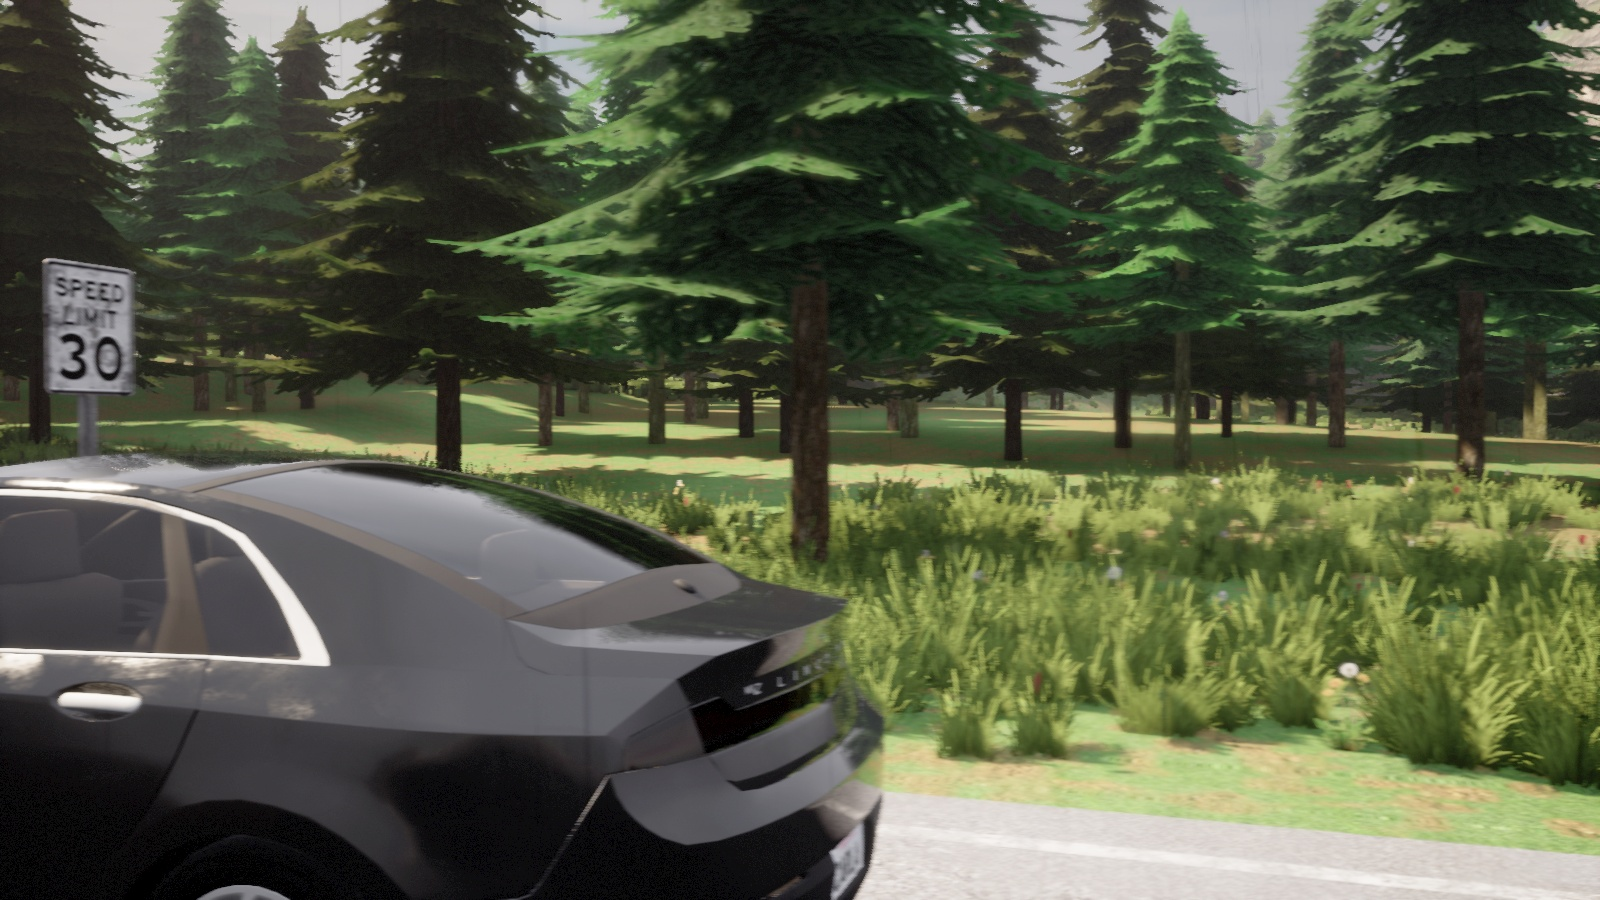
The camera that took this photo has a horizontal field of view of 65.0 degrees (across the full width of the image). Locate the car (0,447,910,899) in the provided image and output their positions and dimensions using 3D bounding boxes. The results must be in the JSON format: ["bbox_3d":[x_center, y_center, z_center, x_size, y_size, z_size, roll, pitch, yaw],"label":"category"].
[{"bbox_3d":[-2.261,0.760,3.954,4.892,1.490,1.837,1,1,19],"label":"car"}]
